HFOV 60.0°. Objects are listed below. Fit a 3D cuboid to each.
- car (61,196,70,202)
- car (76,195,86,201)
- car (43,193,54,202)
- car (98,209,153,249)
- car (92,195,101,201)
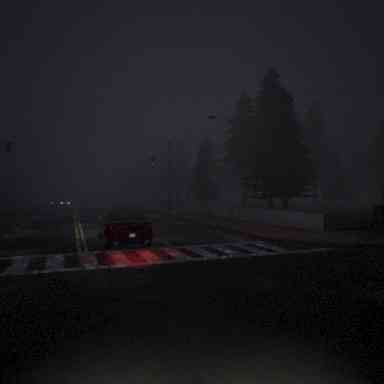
[{"bbox_3d":[-28.949,1.587,76.002,1.895,1.301,4.718,0,0,-20],"label":"car"},{"bbox_3d":[-26.810,1.448,80.376,1.882,1.535,5.008,0,0,-20],"label":"car"},{"bbox_3d":[-32.255,1.216,74.851,2.150,2.045,5.566,0,0,-20],"label":"car"},{"bbox_3d":[-3.088,1.483,14.851,1.882,1.535,5.008,0,0,-20],"label":"car"},{"bbox_3d":[-23.519,1.495,81.567,2.128,1.511,4.902,0,0,-20],"label":"car"}]
